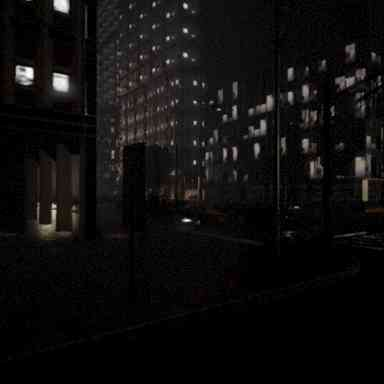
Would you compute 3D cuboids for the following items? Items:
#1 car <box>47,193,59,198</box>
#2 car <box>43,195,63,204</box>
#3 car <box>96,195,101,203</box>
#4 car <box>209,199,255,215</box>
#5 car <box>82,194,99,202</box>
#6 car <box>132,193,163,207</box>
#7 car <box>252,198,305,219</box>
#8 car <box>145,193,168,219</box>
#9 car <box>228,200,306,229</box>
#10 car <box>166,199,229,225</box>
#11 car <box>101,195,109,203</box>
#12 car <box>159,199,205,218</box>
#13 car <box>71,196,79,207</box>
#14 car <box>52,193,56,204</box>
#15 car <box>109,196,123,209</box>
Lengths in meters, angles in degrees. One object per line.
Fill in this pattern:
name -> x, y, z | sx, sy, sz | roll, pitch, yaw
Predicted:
car -> -36.635, 0.959, 87.638 | 1.947, 1.339, 4.313 | 1, 0, -36
car -> -23.151, 1.181, 55.275 | 2.008, 1.369, 4.403 | 1, 0, -36
car -> -16.406, 1.211, 60.248 | 2.008, 1.369, 4.403 | 1, 0, -36
car -> 3.900, 1.436, 32.921 | 2.008, 1.369, 4.403 | 1, 0, -36
car -> -19.879, 1.143, 64.951 | 1.752, 1.417, 4.829 | 1, 0, -36
car -> -6.291, 1.092, 46.555 | 2.192, 1.841, 5.009 | 1, 0, -36
car -> 7.298, 1.359, 28.372 | 1.967, 1.590, 4.097 | 1, 0, -36
car -> -3.000, 1.169, 27.825 | 2.192, 1.841, 5.009 | 1, 0, -36
car -> 4.945, 1.398, 21.590 | 1.882, 1.535, 5.008 | 0, 0, -38
car -> 0.449, 1.414, 23.102 | 1.752, 1.417, 4.829 | 1, 0, -36
car -> -13.035, 1.245, 55.684 | 1.887, 1.381, 4.507 | 1, 0, -36
car -> -0.985, 1.388, 29.608 | 1.812, 1.442, 4.674 | 0, 0, -36
car -> -16.408, 1.254, 46.144 | 1.887, 1.381, 4.507 | 1, 0, -36
car -> -19.780, 1.221, 50.710 | 2.008, 1.369, 4.403 | 1, 0, -36
car -> -7.165, 1.289, 38.000 | 2.128, 1.511, 4.902 | 0, 0, -36
